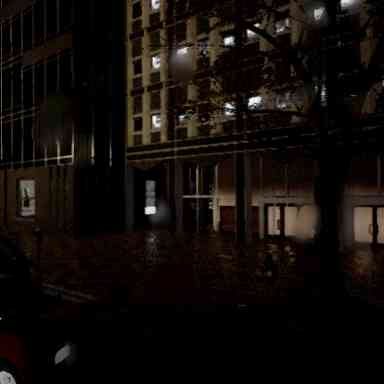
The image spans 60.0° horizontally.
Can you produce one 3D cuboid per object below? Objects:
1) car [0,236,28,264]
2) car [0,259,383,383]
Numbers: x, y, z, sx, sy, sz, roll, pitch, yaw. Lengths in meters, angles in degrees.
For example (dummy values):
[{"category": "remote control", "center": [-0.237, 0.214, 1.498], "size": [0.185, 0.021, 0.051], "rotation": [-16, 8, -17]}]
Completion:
[{"category": "car", "center": [-4.633, 1.448, 6.185], "size": [4.097, 1.590, 1.967], "rotation": [0, -1, 35]}, {"category": "car", "center": [-0.039, 1.547, 2.911], "size": [4.507, 1.381, 1.887], "rotation": [0, -1, 35]}]
